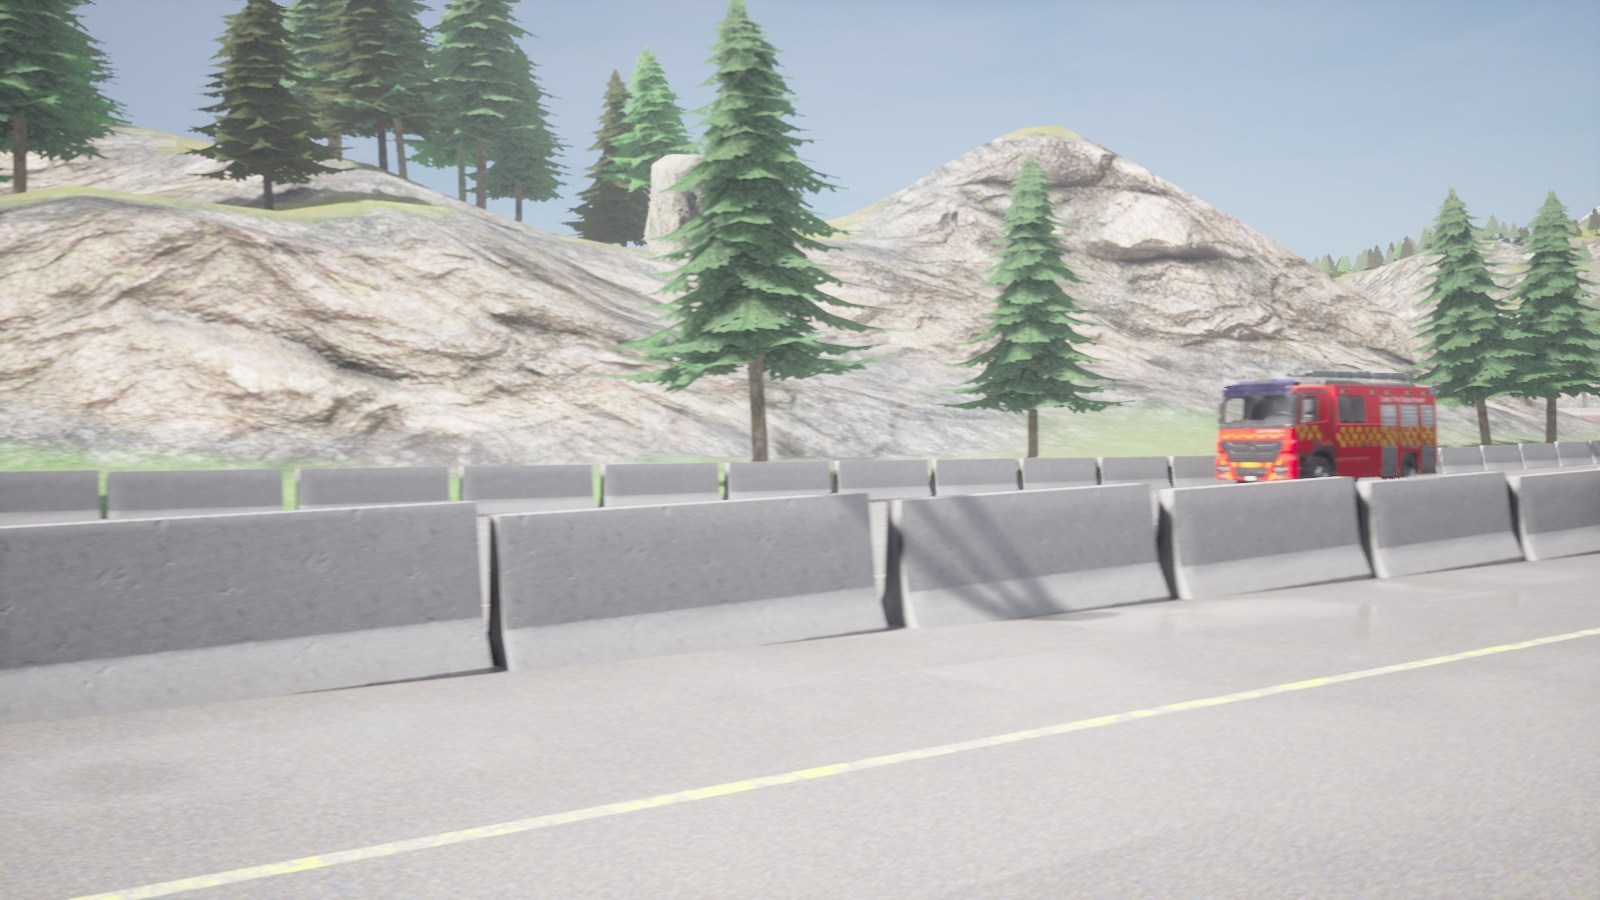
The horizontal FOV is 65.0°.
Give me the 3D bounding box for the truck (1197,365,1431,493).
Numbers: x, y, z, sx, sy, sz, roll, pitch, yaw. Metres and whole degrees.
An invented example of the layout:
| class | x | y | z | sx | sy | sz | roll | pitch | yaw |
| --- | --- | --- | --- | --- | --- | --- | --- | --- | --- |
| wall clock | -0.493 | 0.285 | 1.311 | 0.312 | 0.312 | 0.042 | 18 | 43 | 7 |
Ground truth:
| class | x | y | z | sx | sy | sz | roll | pitch | yaw |
| --- | --- | --- | --- | --- | --- | --- | --- | --- | --- |
| truck | 16.892 | -0.690 | 41.008 | 8.468 | 3.827 | 2.891 | -1 | 1 | -35 |
